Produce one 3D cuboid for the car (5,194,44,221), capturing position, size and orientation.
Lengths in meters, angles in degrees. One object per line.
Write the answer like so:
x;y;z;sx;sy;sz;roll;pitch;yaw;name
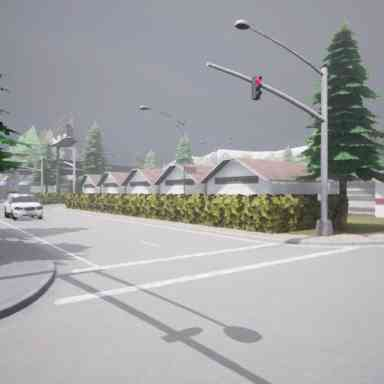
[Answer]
-14.124;1.199;27.838;2.150;2.045;5.566;0;1;-37;car
